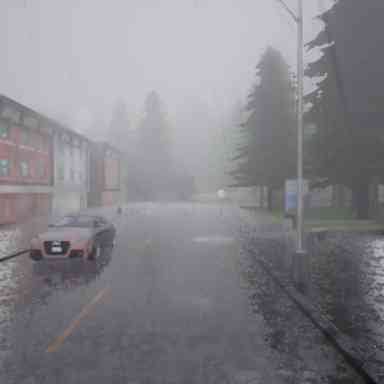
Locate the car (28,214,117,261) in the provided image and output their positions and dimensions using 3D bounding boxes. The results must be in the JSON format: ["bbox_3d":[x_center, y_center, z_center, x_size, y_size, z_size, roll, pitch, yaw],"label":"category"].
[{"bbox_3d":[-4.056,1.519,11.974,1.994,1.385,4.181,0,0,0],"label":"car"}]
